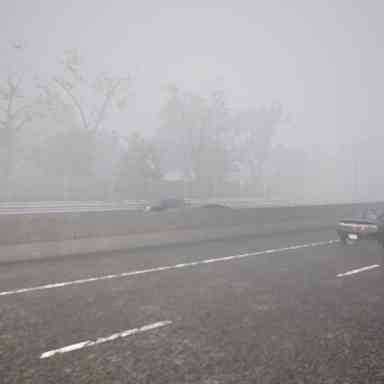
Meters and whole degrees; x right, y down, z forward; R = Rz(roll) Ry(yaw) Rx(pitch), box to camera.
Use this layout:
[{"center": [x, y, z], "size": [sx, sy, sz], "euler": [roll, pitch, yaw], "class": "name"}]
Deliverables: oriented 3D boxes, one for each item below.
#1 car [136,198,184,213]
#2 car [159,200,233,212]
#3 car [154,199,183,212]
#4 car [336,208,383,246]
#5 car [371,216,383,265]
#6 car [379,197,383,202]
[{"center": [-2.389, 1.294, 28.080], "size": [4.553, 1.767, 2.097], "euler": [0, 0, -35], "class": "car"}, {"center": [0.630, 1.452, 21.636], "size": [4.892, 1.490, 1.837], "euler": [0, 0, -35], "class": "car"}, {"center": [-0.383, 1.506, 25.211], "size": [4.181, 1.385, 1.994], "euler": [0, 0, -35], "class": "car"}, {"center": [7.929, 1.433, 13.701], "size": [4.902, 1.511, 2.128], "euler": [0, 0, -35], "class": "car"}, {"center": [6.949, 1.434, 8.700], "size": [5.008, 1.535, 1.882], "euler": [0, 0, -35], "class": "car"}, {"center": [31.227, 1.133, 51.982], "size": [4.553, 1.767, 2.097], "euler": [0, 0, -35], "class": "car"}]
